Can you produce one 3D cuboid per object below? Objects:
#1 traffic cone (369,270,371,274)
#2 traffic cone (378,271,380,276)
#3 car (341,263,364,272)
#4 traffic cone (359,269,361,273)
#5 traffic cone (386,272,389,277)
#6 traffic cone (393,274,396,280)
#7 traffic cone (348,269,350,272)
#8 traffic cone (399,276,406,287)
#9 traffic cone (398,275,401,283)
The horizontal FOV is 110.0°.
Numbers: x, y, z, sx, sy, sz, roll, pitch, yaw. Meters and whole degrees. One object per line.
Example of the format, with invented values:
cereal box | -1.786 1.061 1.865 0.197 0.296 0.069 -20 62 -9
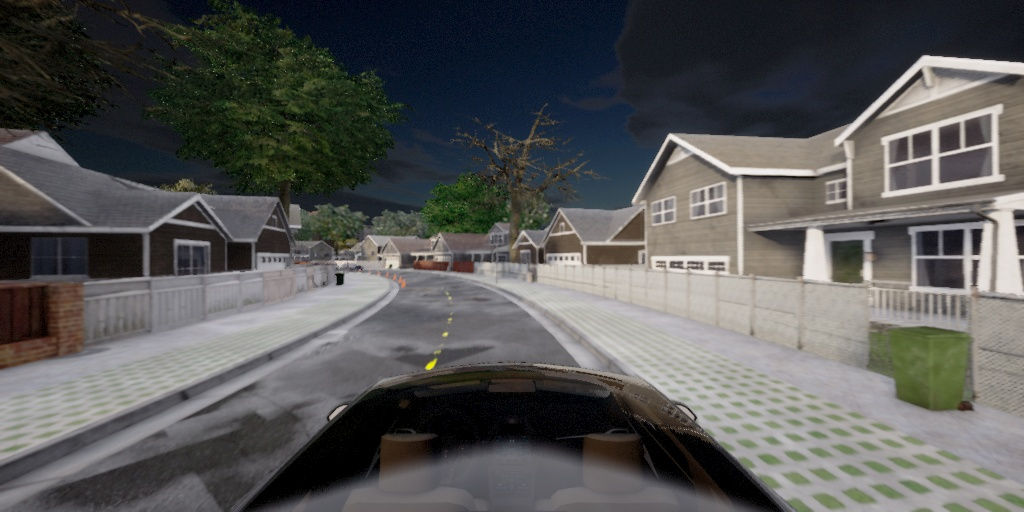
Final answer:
traffic cone | -18.607 2.076 46.923 0.340 0.580 0.340 0 0 -36
traffic cone | -15.893 2.035 42.908 0.340 0.580 0.340 0 0 -32
car | -26.017 1.778 58.419 5.357 1.411 2.033 -1 0 44
traffic cone | -21.563 2.118 50.761 0.340 0.580 0.340 0 0 -39
traffic cone | -13.432 1.996 38.733 0.340 0.580 0.340 0 0 -29
traffic cone | -11.235 1.959 34.415 0.340 0.580 0.340 0 0 -25
traffic cone | -24.753 2.161 54.411 0.340 0.580 0.340 0 0 -43
traffic cone | -7.662 1.890 25.410 0.340 0.580 0.340 0 0 -18
traffic cone | -9.310 1.924 29.968 0.340 0.580 0.340 0 0 -22
